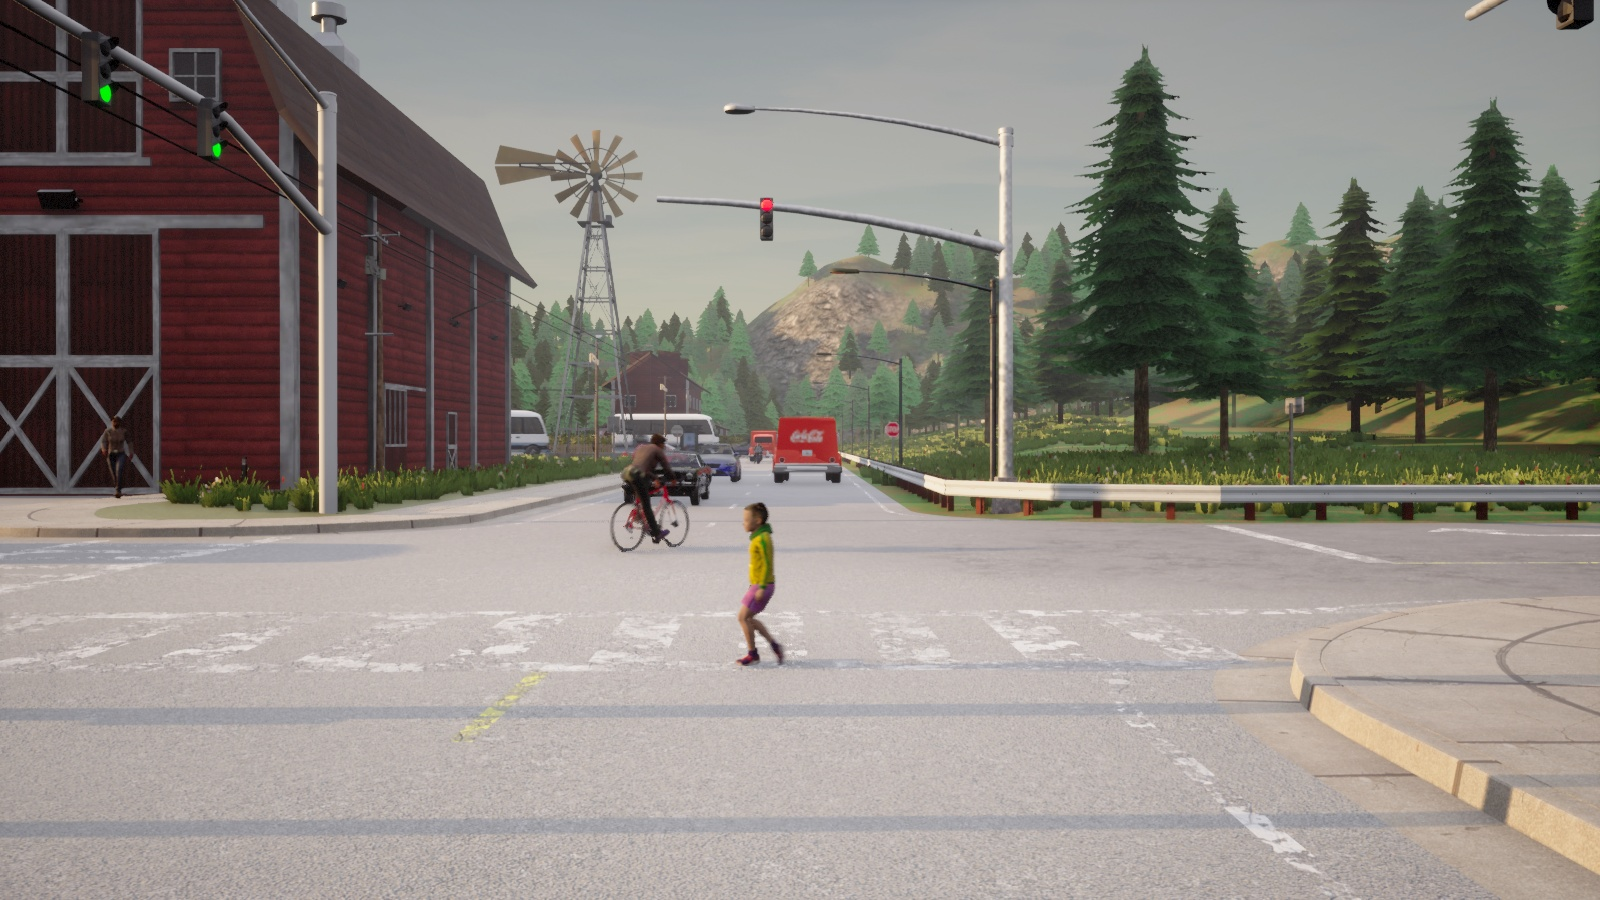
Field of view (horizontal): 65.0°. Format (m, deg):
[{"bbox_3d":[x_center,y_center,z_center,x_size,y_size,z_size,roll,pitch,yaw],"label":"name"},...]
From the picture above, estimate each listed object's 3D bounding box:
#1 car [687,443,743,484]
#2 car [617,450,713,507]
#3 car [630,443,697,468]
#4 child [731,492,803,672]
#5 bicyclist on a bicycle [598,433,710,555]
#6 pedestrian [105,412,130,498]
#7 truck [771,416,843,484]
[{"bbox_3d":[-3.219,0.485,48.196,1.816,1.474,4.193,0,0,0],"label":"car"},{"bbox_3d":[-3.310,0.665,31.709,1.895,1.301,4.718,0,0,0],"label":"car"},{"bbox_3d":[-8.183,0.328,75.447,3.633,1.501,1.845,0,0,13],"label":"car"},{"bbox_3d":[-0.219,0.865,8.332,0.473,1.160,0.299,0,0,-1],"label":"child"},{"bbox_3d":[-2.018,0.590,17.532,0.582,1.620,1.656,-1,-1,35],"label":"bicyclist on a bicycle"},{"bbox_3d":[-14.555,0.095,26.779,0.328,1.805,0.869,0,0,-20],"label":"pedestrian"},{"bbox_3d":[0.283,-0.013,48.382,2.627,2.467,5.204,0,0,0],"label":"truck"}]
